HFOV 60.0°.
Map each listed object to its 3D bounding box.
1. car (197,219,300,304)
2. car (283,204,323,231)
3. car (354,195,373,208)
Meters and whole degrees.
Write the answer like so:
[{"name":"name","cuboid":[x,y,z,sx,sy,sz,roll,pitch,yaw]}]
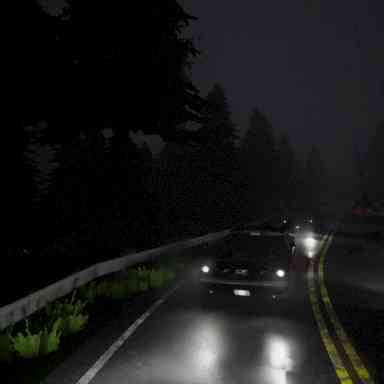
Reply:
[{"name":"car","cuboid":[1.630,1.599,8.436,1.895,1.301,4.718,-1,0,18]},{"name":"car","cuboid":[6.778,1.459,20.111,2.033,1.411,5.357,-2,0,26]},{"name":"car","cuboid":[20.778,1.057,40.187,2.128,1.511,4.902,-2,0,28]}]
